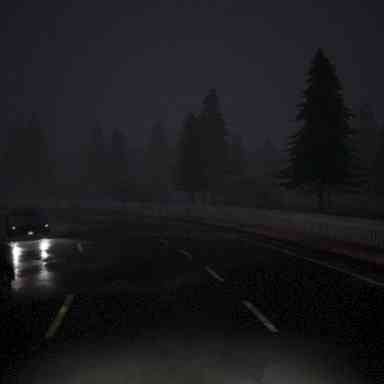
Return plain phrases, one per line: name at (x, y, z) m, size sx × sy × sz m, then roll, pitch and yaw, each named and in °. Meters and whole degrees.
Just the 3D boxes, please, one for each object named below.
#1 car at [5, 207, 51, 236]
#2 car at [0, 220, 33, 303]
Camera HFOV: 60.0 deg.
car at (-8.693, 1.487, 17.501) m, size 2.033 × 1.411 × 5.357 m, roll -1°, pitch 0°, yaw -30°
car at (-4.389, 1.485, 5.209) m, size 2.128 × 1.511 × 4.902 m, roll 0°, pitch 0°, yaw -11°
